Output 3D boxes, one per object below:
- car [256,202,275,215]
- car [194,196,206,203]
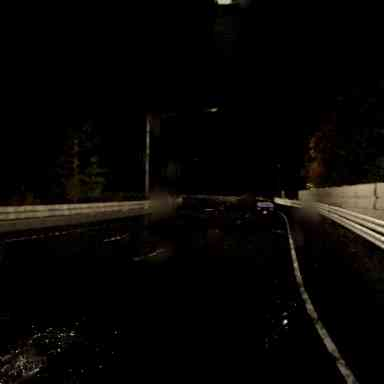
[{"bbox_3d":[7.681,1.720,35.099,1.895,1.301,4.718,1,0,11],"label":"car"},{"bbox_3d":[1.775,1.512,72.637,2.128,1.511,4.902,1,0,-11],"label":"car"}]
